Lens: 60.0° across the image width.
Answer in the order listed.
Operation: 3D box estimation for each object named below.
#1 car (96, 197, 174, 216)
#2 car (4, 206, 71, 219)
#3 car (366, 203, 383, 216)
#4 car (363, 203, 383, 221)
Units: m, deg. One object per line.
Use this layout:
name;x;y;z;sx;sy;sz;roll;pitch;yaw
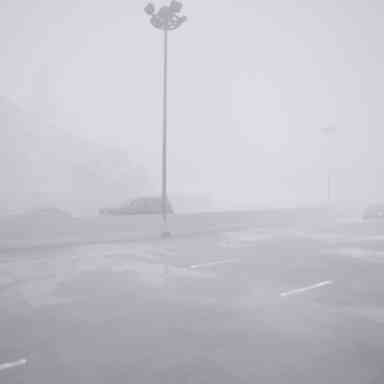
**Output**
car;-3.827;1.353;23.302;5.566;2.045;2.150;1;-1;-41
car;-10.400;1.619;22.562;4.181;1.385;1.994;1;0;-37
car;22.682;2.088;40.819;2.033;1.411;5.357;0;0;25
car;17.574;1.967;31.800;2.033;1.411;5.357;0;-1;33
